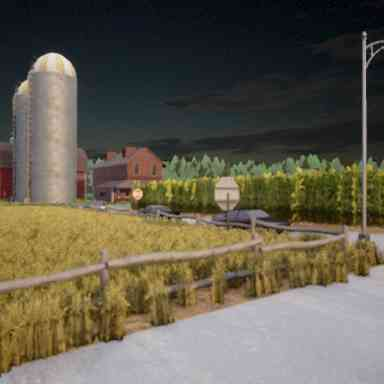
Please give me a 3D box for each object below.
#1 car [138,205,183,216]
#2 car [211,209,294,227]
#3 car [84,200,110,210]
[{"bbox_3d":[-2.675,1.795,27.564,1.895,1.301,4.718,0,0,-36],"label":"car"},{"bbox_3d":[3.277,1.683,19.278,2.033,1.411,5.357,0,-1,-36],"label":"car"},{"bbox_3d":[-11.484,1.705,39.957,2.128,1.511,4.902,0,0,-35],"label":"car"}]
